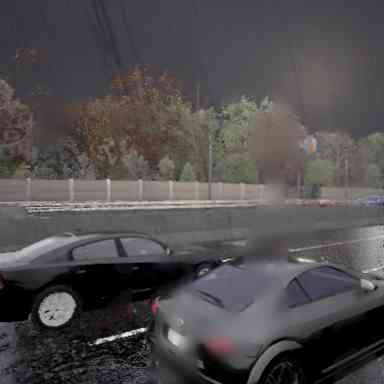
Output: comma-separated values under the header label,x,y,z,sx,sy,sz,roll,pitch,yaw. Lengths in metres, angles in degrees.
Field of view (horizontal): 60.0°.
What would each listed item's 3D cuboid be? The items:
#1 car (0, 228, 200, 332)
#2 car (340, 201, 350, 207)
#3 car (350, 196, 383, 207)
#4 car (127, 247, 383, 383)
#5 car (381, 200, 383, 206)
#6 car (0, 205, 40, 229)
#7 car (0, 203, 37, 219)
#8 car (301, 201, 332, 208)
label,x,y,z,sx,sy,sz,roll,pitch,yaw
car,-1.539,1.494,6.947,5.008,1.535,1.882,1,0,-35
car,21.976,1.846,45.441,4.181,1.385,1.994,0,0,-35
car,22.583,1.491,41.579,5.566,2.045,2.150,0,0,-35
car,1.463,1.588,4.789,4.181,1.385,1.994,0,0,-35
car,24.709,1.819,38.804,5.357,1.411,2.033,0,0,-35
car,-12.626,1.559,20.784,5.357,1.411,2.033,0,0,-35
car,-9.214,1.358,14.615,4.553,1.767,2.097,0,0,-35
car,17.448,1.863,46.518,4.718,1.301,1.895,0,0,-35
